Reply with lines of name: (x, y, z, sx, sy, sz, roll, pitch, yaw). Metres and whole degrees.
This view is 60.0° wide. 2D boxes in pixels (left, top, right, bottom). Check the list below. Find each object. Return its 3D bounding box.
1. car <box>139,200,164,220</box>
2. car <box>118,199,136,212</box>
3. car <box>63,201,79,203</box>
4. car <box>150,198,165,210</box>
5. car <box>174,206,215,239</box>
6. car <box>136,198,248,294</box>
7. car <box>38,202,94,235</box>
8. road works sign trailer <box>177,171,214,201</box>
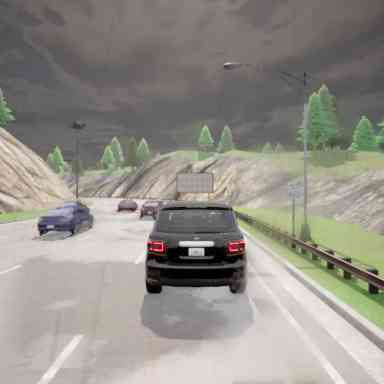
car: (-3.494, 1.526, 29.388, 1.812, 1.442, 4.674, 0, 0, -1)
car: (-7.594, 1.563, 39.384, 1.994, 1.385, 4.181, 0, 0, -5)
car: (-10.499, 1.525, 29.308, 1.812, 1.442, 4.674, 0, 0, -1)
car: (-4.475, 1.525, 43.196, 1.812, 1.442, 4.674, 0, 0, -7)
car: (0.104, 1.558, 18.163, 1.994, 1.385, 4.181, 0, 0, 0)
car: (0.092, 1.221, 8.948, 2.150, 2.045, 5.566, 0, 0, 0)
car: (-6.914, 1.525, 18.564, 1.812, 1.442, 4.674, 0, 0, 0)
road works sign trailer: (0.199, 0.464, 21.660, 2.380, 3.560, 2.880, 0, 0, 0)
